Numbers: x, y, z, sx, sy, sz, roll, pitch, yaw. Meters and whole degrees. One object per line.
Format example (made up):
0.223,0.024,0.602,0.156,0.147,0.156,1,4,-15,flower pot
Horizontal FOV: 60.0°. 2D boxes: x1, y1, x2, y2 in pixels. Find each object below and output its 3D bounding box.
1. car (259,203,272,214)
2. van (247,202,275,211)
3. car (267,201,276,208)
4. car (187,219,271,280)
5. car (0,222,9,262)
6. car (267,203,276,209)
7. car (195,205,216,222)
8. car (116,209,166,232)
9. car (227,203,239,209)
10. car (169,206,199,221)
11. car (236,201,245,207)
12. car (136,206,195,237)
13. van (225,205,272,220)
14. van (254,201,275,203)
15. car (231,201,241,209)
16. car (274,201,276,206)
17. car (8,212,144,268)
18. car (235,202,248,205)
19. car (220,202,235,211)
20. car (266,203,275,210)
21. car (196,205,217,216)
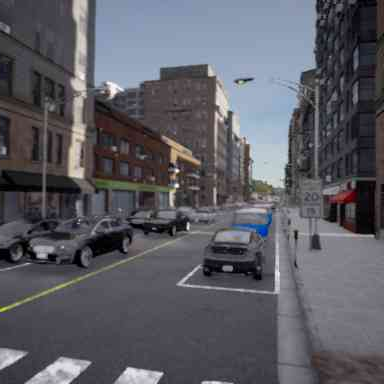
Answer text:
11.921,2.657,53.625,1.801,1.575,5.366,1,-1,14,car
5.657,1.956,27.258,1.690,1.788,3.998,1,-1,14,van
21.027,3.285,87.830,2.192,1.841,5.009,1,-1,14,car
1.462,1.793,10.735,2.008,1.369,4.403,1,-1,14,car
-6.316,1.714,12.711,1.947,1.339,4.313,1,-1,14,car
19.626,3.398,82.319,2.008,1.369,4.403,1,-1,14,car
0.941,2.205,30.961,1.895,1.301,4.718,1,-1,14,car
-3.522,1.963,23.724,1.947,1.339,4.313,1,-1,14,car
9.053,3.074,73.281,1.947,1.339,4.313,1,-1,14,car
-0.727,2.196,34.736,2.008,1.369,4.403,1,-1,14,car
13.247,3.316,89.803,1.967,1.590,4.097,1,-1,14,car
-1.527,1.863,21.252,1.882,1.535,5.008,1,-1,14,car
2.862,1.708,16.245,1.690,1.788,3.998,1,-1,14,van
7.054,2.080,32.765,1.690,1.788,3.998,1,-1,14,van
10.453,3.071,78.790,1.967,1.590,4.097,1,-1,14,car
15.434,3.024,65.800,1.887,1.381,4.507,1,-1,14,car
-3.831,1.671,12.188,2.128,1.511,4.902,1,-1,14,car
6.979,2.426,42.794,1.837,1.490,4.892,1,-1,14,car
6.259,2.813,62.269,2.008,1.369,4.403,1,-1,14,car
18.229,3.269,76.813,1.887,1.381,4.507,1,-1,14,car
2.067,2.458,45.749,1.947,1.339,4.313,1,-1,14,car
